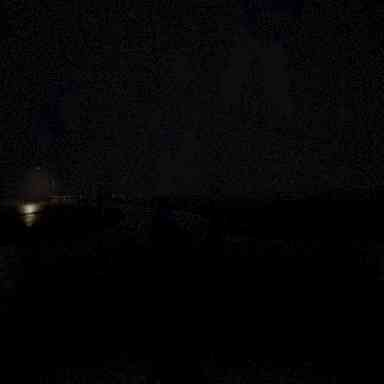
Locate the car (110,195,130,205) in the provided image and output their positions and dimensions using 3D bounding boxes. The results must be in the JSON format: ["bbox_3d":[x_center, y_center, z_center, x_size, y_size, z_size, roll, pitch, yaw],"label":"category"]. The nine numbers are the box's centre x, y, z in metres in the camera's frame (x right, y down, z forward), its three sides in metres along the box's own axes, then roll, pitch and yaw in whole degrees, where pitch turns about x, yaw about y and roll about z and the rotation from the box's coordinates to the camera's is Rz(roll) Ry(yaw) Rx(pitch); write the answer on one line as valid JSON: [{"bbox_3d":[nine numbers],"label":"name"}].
[{"bbox_3d":[-11.896,1.270,54.042,1.882,1.535,5.008,-1,1,-38],"label":"car"}]

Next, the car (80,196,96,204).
[{"bbox_3d":[-18.936,1.464,61.757,4.718,1.301,1.895,-1,1,41],"label":"car"}]
